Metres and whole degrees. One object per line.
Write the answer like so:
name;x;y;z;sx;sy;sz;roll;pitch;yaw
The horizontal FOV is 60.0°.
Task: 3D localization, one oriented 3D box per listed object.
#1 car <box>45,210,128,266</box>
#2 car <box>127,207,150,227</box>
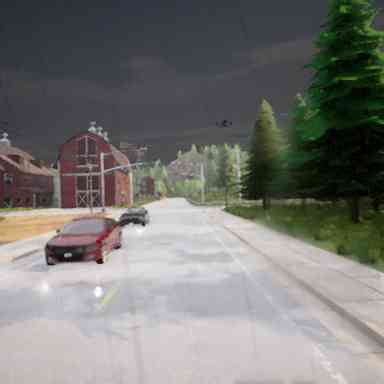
car;-3.931;1.700;12.806;1.882;1.535;5.008;-2;0;-2
car;-4.381;1.883;26.183;2.033;1.411;5.357;-2;0;-2
